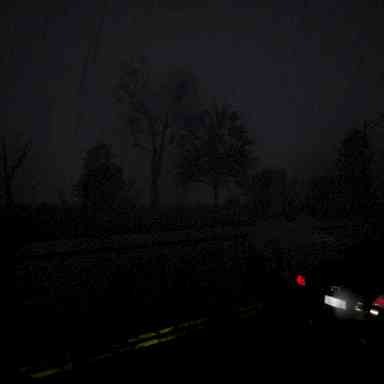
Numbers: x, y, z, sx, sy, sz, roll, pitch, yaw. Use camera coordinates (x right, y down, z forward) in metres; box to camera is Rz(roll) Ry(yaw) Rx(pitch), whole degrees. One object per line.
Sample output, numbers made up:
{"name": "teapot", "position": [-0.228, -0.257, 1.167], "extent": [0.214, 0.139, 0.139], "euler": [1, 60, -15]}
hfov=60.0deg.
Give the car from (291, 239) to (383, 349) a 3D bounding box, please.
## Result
{"name": "car", "position": [3.728, 1.563, 5.943], "extent": [4.181, 1.385, 1.994], "euler": [0, 0, -34]}
